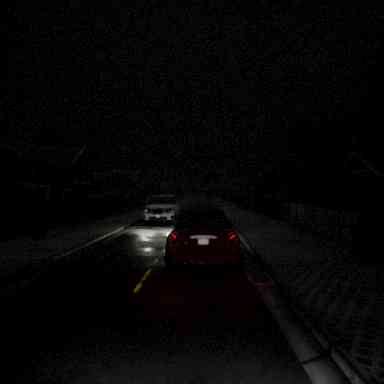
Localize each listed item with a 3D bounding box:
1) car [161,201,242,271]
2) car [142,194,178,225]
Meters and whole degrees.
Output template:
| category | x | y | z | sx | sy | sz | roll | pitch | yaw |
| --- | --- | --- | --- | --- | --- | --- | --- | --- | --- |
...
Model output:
| category | x | y | z | sx | sy | sz | roll | pitch | yaw |
| --- | --- | --- | --- | --- | --- | --- | --- | --- | --- |
| car | 0.363 | 1.332 | 10.968 | 2.097 | 1.767 | 4.553 | 0 | 0 | 2 |
| car | -2.089 | 1.189 | 24.089 | 2.150 | 2.045 | 5.566 | 0 | 0 | 2 |
